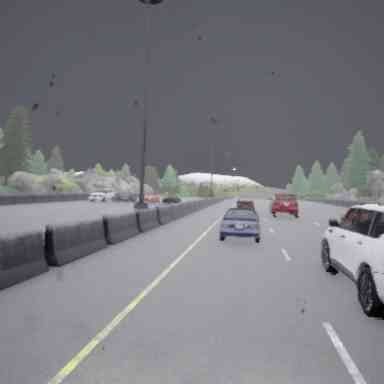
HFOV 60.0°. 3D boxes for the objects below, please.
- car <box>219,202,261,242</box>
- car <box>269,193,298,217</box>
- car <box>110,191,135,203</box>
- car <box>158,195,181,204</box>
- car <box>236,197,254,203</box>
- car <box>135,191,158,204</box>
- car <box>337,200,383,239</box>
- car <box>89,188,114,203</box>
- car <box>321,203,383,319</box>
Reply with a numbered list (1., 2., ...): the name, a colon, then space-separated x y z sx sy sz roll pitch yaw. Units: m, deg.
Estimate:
1. car: 2.375 1.466 16.220 2.033 1.411 5.357 1 1 10
2. car: 8.368 1.158 30.596 2.150 2.045 5.566 1 1 9
3. car: -9.858 0.906 49.725 2.033 1.411 5.357 1 0 10
4. car: -2.970 1.127 48.557 1.895 1.301 4.718 1 0 10
5. car: 5.904 1.303 37.086 1.882 1.535 5.008 1 1 10
6. car: -6.326 0.792 49.650 2.097 1.767 4.553 1 0 10
7. car: 9.934 1.422 18.763 2.097 1.767 4.553 1 0 10
8. car: -13.358 0.496 49.914 2.150 2.045 5.566 1 1 10
9. car: 4.483 1.262 7.386 2.150 2.045 5.566 1 1 10
